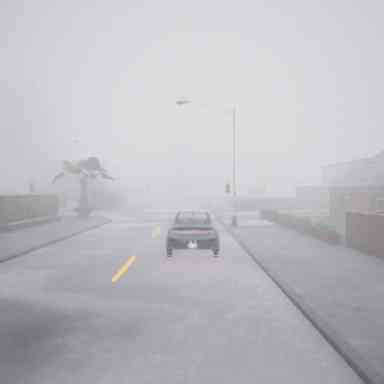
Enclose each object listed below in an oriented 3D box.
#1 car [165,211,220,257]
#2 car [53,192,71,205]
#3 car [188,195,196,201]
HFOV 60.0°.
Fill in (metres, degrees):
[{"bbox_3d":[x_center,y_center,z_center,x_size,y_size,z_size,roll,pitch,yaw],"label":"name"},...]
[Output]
[{"bbox_3d":[0.042,1.488,12.953,2.128,1.511,4.902,0,0,1],"label":"car"},{"bbox_3d":[-19.759,0.971,48.739,1.905,1.878,3.866,0,0,35],"label":"car"},{"bbox_3d":[0.000,1.441,80.294,1.882,1.535,5.008,0,0,0],"label":"car"}]
